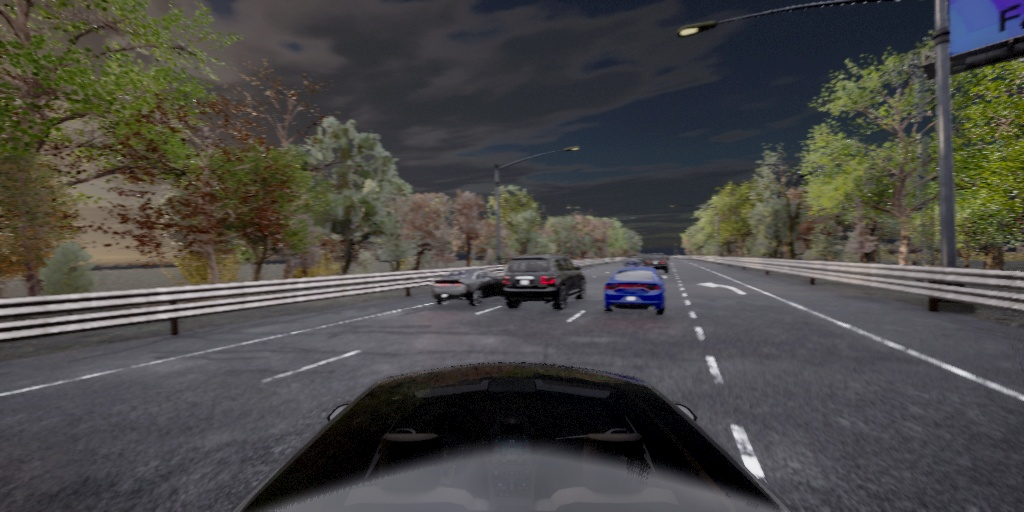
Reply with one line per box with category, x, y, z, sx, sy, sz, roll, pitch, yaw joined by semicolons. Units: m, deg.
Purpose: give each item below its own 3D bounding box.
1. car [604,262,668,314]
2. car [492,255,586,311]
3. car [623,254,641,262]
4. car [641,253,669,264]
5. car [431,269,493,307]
car;4.687;1.155;13.434;1.882;1.535;5.008;-2;0;23
car;1.508;0.986;14.919;2.150;2.045;5.566;-2;0;23
car;17.272;0.911;51.231;2.097;1.767;4.553;-2;0;23
car;14.926;0.753;37.047;2.150;2.045;5.566;-2;0;23
car;-1.690;1.343;16.323;2.128;1.511;4.902;-2;0;23
